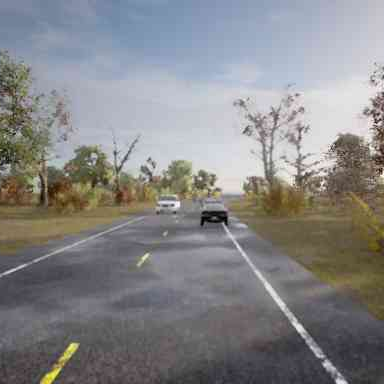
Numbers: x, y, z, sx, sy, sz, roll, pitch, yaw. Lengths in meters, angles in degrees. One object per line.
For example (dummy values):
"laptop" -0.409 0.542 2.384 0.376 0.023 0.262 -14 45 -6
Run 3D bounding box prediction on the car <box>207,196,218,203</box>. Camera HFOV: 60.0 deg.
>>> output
"car" 4.703 1.659 76.146 2.128 1.511 4.902 0 0 7

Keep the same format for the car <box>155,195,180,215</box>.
"car" -2.500 1.305 35.755 2.150 2.045 5.566 0 0 4

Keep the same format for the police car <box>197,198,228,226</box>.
"police car" 1.545 1.477 23.925 1.930 1.638 5.238 0 0 2

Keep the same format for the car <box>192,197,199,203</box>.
"car" 1.253 1.800 76.197 2.128 1.511 4.902 0 0 7
